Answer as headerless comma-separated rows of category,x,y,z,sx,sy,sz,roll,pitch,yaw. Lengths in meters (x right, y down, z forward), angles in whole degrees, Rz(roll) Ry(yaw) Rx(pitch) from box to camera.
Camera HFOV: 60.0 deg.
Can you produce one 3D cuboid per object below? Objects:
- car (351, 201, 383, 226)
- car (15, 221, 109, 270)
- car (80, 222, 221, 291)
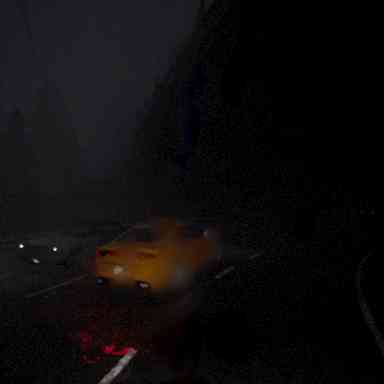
car,14.296,1.519,25.395,4.553,1.767,2.097,0,-1,-29
car,-3.703,1.764,11.912,1.895,1.301,4.718,-1,-1,26
car,-0.664,1.590,9.557,1.882,1.535,5.008,-1,-1,22
